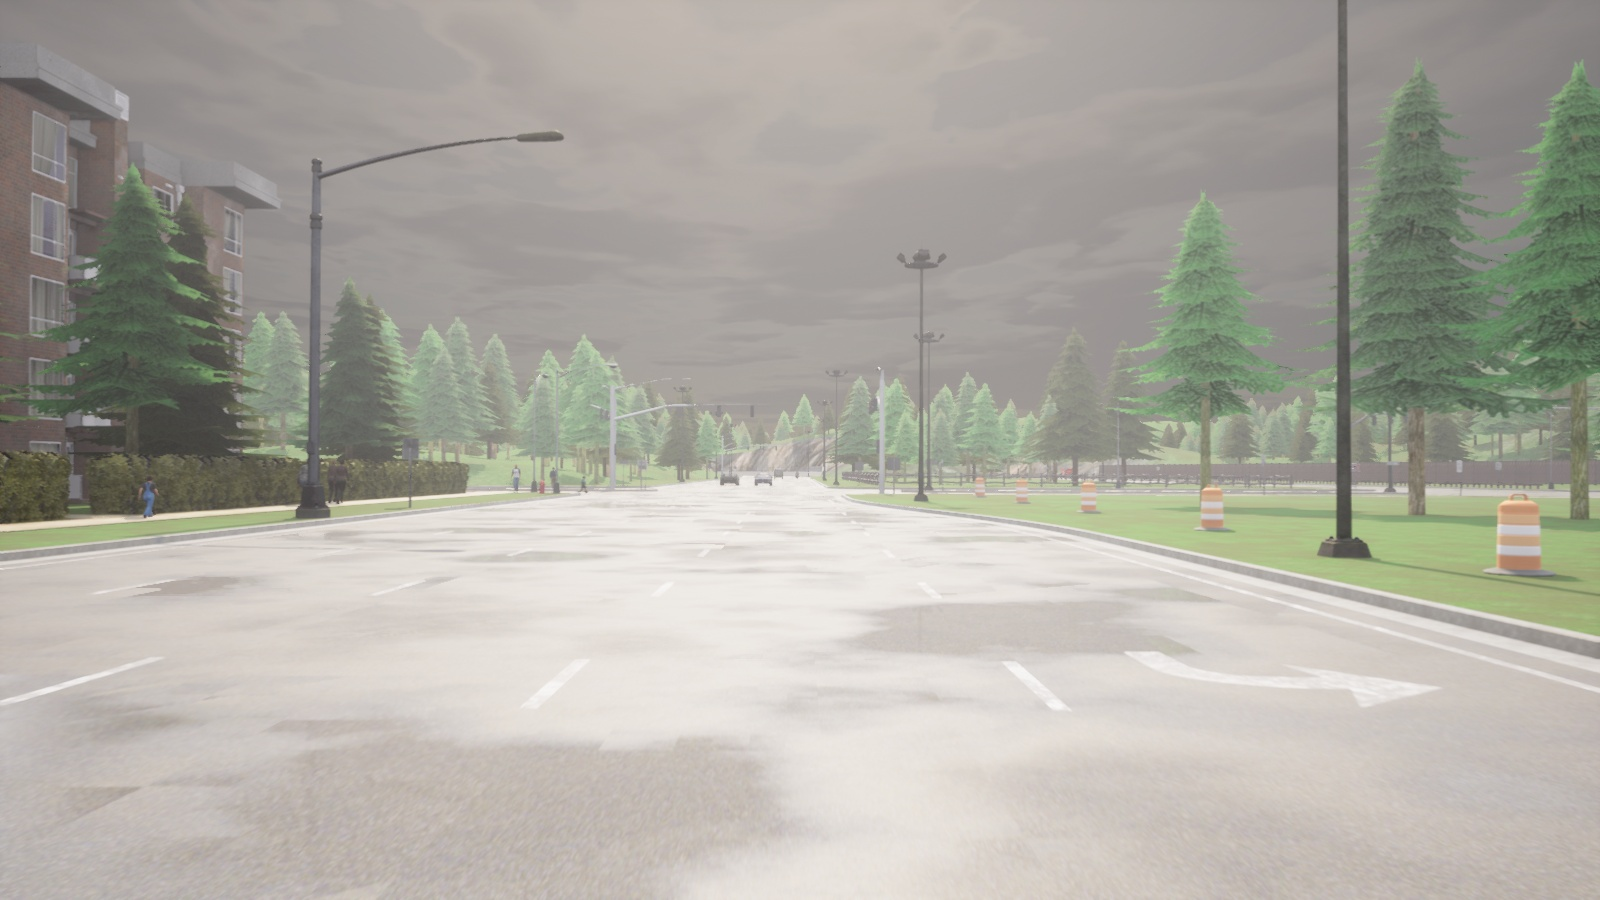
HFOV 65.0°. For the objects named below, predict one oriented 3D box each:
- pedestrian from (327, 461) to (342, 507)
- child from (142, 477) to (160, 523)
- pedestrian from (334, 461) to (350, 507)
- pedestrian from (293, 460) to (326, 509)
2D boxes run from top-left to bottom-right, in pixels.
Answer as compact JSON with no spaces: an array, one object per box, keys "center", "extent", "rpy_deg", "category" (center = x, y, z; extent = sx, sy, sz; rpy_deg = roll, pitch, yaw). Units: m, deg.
[{"center":[-18.677,1.362,50.396],"extent":[0.331,1.846,0.634],"rpy_deg":[0,-1,0],"category":"pedestrian"},{"center":[-18.098,1.382,35.007],"extent":[0.270,1.263,0.437],"rpy_deg":[0,-1,0],"category":"child"},{"center":[-18.111,1.347,49.649],"extent":[0.328,1.805,0.869],"rpy_deg":[0,-1,0],"category":"pedestrian"},{"center":[-18.637,1.317,47.745],"extent":[0.874,1.855,0.900],"rpy_deg":[0,-1,0],"category":"pedestrian"}]
